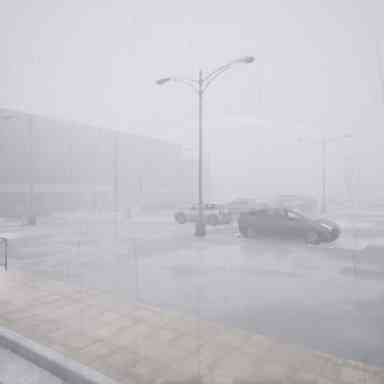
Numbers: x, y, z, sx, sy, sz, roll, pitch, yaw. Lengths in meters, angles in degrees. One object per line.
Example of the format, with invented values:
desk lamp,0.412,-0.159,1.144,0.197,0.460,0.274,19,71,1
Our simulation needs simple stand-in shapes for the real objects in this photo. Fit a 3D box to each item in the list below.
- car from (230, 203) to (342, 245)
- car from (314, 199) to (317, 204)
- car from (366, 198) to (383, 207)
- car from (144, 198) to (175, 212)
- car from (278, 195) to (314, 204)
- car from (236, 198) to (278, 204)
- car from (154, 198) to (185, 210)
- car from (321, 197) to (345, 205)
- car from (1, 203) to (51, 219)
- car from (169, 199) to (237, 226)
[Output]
car,4.378,1.490,15.381,4.514,1.523,2.007,0,0,35
car,12.888,1.289,40.931,4.605,1.855,1.932,0,0,35
car,28.063,1.576,49.318,3.806,1.475,1.970,0,0,35
car,-3.757,1.668,41.027,2.128,1.511,4.902,0,0,35
car,11.549,1.268,38.320,3.866,1.878,1.905,0,0,35
car,4.169,1.345,27.868,5.027,1.636,2.152,0,0,35
car,-3.203,1.682,48.185,1.837,1.490,4.892,0,0,36
car,23.720,1.565,56.033,3.633,1.501,1.845,0,0,35
car,-15.373,1.738,30.993,1.994,1.385,4.181,0,0,35
car,0.732,1.424,22.439,3.806,1.475,1.970,0,0,35
